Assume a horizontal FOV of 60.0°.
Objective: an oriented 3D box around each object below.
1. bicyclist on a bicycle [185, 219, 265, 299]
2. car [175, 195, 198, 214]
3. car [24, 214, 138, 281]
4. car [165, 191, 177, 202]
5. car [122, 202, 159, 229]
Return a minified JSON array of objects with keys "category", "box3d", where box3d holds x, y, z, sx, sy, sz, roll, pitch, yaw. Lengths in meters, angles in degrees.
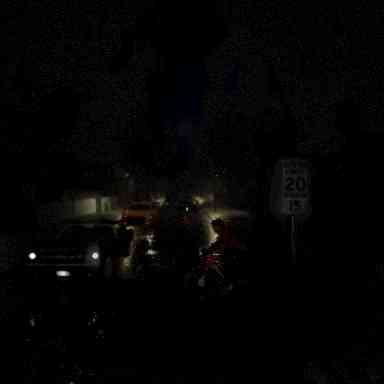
[{"category":"bicyclist on a bicycle","box3d":[0.674,1.369,6.745,1.656,1.620,0.582,0,0,-1]},{"category":"car","box3d":[-0.485,1.310,33.271,1.837,1.490,4.892,0,0,-1]},{"category":"car","box3d":[-2.999,1.546,9.826,1.895,1.301,4.718,0,0,-1]},{"category":"car","box3d":[-3.839,0.839,62.280,2.150,2.045,5.566,0,0,0]},{"category":"car","box3d":[-3.177,1.358,20.867,1.882,1.535,5.008,0,0,-1]}]
